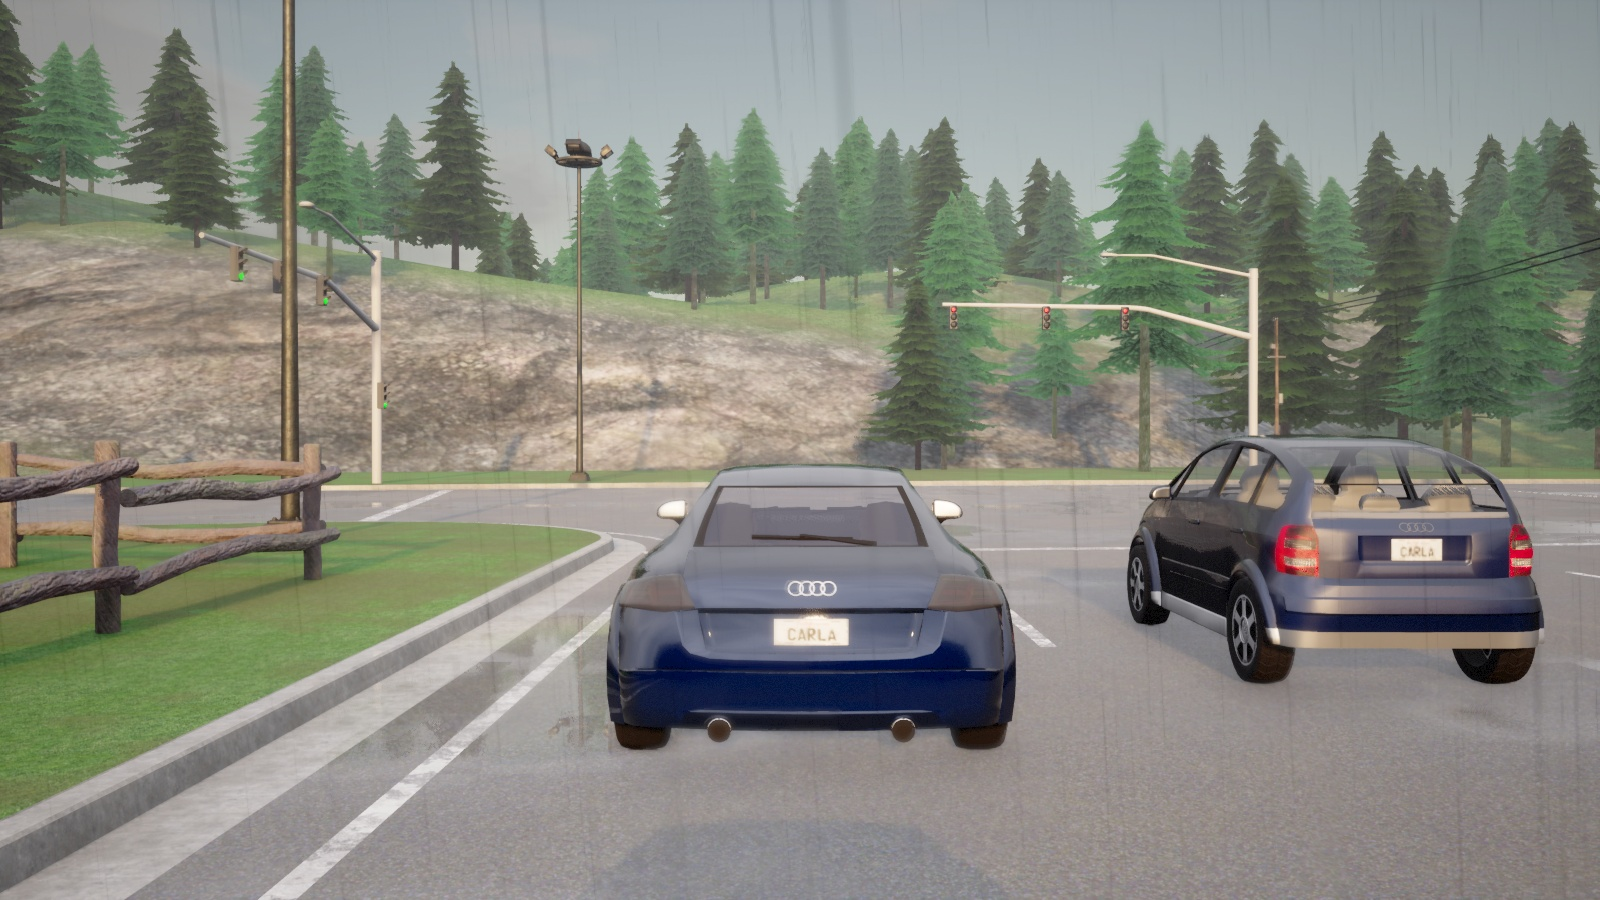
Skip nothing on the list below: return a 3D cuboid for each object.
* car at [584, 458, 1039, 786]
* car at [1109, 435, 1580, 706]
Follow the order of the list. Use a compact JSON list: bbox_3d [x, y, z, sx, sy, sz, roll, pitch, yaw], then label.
[{"bbox_3d":[0.058,0.768,7.592,1.994,1.385,4.181,0,0,0],"label":"car"},{"bbox_3d":[3.566,0.677,9.031,1.789,1.549,3.705,0,0,0],"label":"car"}]
